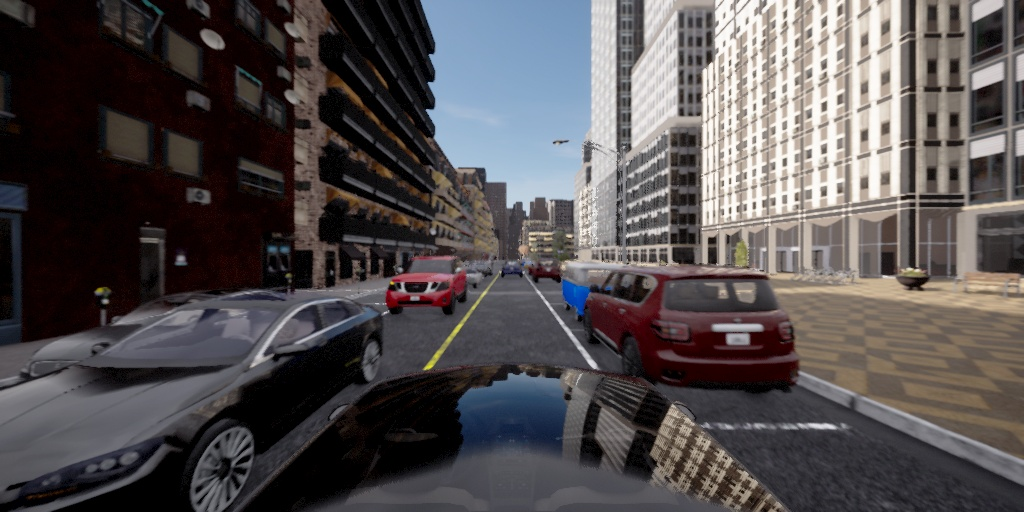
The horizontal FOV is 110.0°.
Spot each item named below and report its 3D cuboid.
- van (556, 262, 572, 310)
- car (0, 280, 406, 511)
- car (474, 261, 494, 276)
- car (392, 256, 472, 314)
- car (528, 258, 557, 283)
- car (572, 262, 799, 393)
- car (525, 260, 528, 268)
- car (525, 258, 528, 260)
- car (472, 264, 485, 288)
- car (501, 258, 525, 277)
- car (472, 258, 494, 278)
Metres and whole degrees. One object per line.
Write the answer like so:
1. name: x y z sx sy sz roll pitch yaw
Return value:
1. van: 2.686 1.113 12.167 1.690 1.789 3.998 0 0 0
2. car: -3.096 1.247 4.242 2.128 1.511 4.902 0 0 0
3. car: -3.018 1.357 39.360 1.837 1.490 4.892 0 -1 0
4. car: -3.085 0.999 14.196 2.150 2.045 5.566 0 0 0
5. car: 2.682 1.131 28.747 2.192 1.841 5.009 0 0 0
6. car: 2.688 1.075 6.642 2.192 1.841 5.009 0 0 0
7. car: 2.680 1.394 39.801 1.888 1.381 4.507 0 0 0
8. car: 2.676 1.426 56.550 1.751 1.417 4.829 0 0 0
9. car: -3.098 1.404 24.143 1.895 1.301 4.718 0 0 0
10. car: -0.003 1.189 36.283 2.097 1.767 4.553 0 0 0
11. car: -3.008 1.068 31.797 2.128 1.511 4.902 0 0 0
